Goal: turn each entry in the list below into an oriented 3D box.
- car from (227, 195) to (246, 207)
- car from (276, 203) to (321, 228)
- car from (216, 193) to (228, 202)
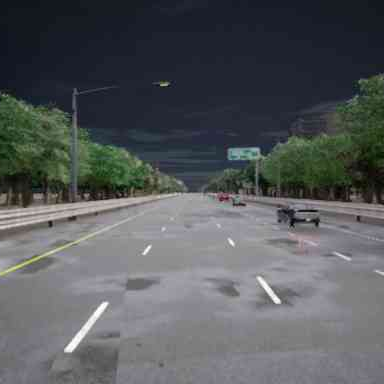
[{"bbox_3d":[7.165,1.541,52.054,2.033,1.411,5.357,0,0,0],"label":"car"},{"bbox_3d":[7.036,1.495,22.487,2.128,1.511,4.902,0,0,0],"label":"car"},{"bbox_3d":[7.328,1.193,77.083,2.150,2.045,5.566,0,0,0],"label":"car"}]
